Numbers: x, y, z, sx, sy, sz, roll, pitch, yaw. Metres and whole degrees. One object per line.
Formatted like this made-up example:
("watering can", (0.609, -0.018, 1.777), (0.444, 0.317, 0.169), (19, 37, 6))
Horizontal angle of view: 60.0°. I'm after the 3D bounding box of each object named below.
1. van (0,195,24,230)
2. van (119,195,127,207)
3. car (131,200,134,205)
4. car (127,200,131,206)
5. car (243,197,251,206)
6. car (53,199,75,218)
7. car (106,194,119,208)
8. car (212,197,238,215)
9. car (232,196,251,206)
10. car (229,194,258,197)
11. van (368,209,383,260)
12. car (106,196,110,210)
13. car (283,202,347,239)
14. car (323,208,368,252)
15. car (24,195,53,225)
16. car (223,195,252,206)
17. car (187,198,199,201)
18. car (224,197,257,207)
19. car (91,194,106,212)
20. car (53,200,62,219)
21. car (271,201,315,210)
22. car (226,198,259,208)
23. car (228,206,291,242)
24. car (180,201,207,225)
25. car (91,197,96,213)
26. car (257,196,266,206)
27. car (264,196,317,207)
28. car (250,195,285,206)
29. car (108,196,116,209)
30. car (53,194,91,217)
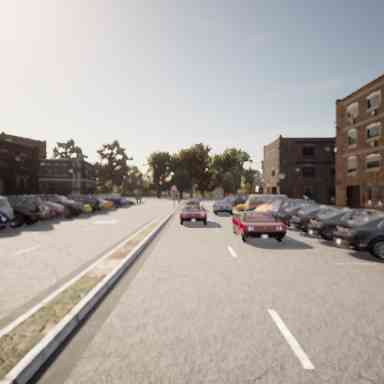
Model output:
("van", (-12.425, 1.246, 19.007), (4.442, 1.987, 1.878), (0, 0, 0))
("van", (-12.400, 1.348, 49.457), (4.442, 1.987, 1.878), (0, 0, 0))
("car", (-12.481, 1.594, 57.800), (4.792, 1.488, 2.163), (0, 0, 0))
("car", (-12.546, 1.448, 52.365), (4.553, 1.767, 2.185), (0, 0, 0))
("car", (7.647, 1.508, 31.134), (5.008, 1.535, 2.097), (0, 0, 0))
("car", (-12.532, 1.533, 27.281), (4.674, 1.452, 2.002), (0, 0, 0))
("car", (-12.552, 1.431, 44.021), (4.553, 1.767, 2.185), (0, 0, 0))
("car", (3.102, 1.586, 34.485), (2.033, 1.411, 5.357), (0, 0, 0))
("car", (7.456, 1.523, 36.649), (5.366, 1.575, 1.946), (0, 0, 0))
("car", (7.670, 1.284, 39.407), (5.566, 2.045, 2.435), (0, 0, 0))
("van", (7.523, 1.248, 8.954), (4.442, 1.987, 1.878), (0, 0, 0))
("car", (-12.532, 1.536, 38.462), (4.892, 1.521, 2.231), (0, 0, 0))
("car", (7.634, 1.479, 17.348), (4.892, 1.521, 2.231), (0, 0, 0))
("car", (7.634, 1.475, 11.835), (4.892, 1.521, 2.231), (0, 0, 0))
("car", (-12.568, 1.227, 21.788), (5.566, 2.045, 2.435), (0, 0, 0))
("car", (7.611, 1.437, 55.958), (4.553, 1.767, 2.185), (0, 0, 0))
("car", (0.102, 1.565, 41.198), (1.837, 1.490, 4.892), (0, 0, 0))
("car", (7.647, 1.564, 53.196), (5.008, 1.535, 2.097), (0, 0, 0))
("car", (-12.557, 1.272, 35.685), (5.566, 2.045, 2.435), (0, 0, 0))
("car", (-12.534, 1.525, 24.566), (4.674, 1.452, 2.002), (0, 0, 0))
("car", (7.635, 1.483, 20.106), (4.892, 1.521, 2.231), (0, 0, 0))
("car", (7.639, 1.602, 50.440), (4.674, 1.452, 2.002), (0, 0, 0))
("car", (3.094, 1.598, 16.376), (1.895, 1.301, 4.718), (0, 0, 0))
("car", (0.100, 1.611, 24.429), (1.895, 1.301, 4.718), (0, 0, 0))
("car", (-12.716, 1.510, 32.904), (5.366, 1.575, 1.946), (0, 0, 0))
("car", (7.672, 1.367, 25.620), (4.553, 1.767, 2.185), (0, 0, 0))
("car", (7.610, 1.361, 22.862), (4.553, 1.767, 2.185), (0, 0, 0))
("car", (7.672, 1.374, 28.377), (4.553, 1.767, 2.185), (0, 0, 0))
("car", (-12.518, 1.545, 41.116), (5.008, 1.535, 2.097), (0, 0, 0))
("car", (-12.504, 1.251, 30.000), (5.566, 2.045, 2.435), (0, 0, 0))
